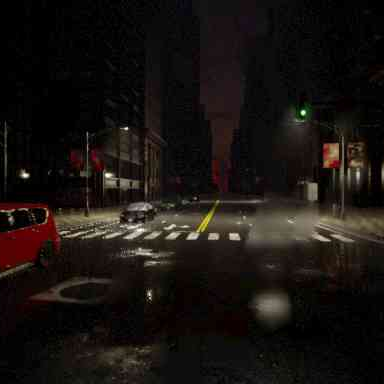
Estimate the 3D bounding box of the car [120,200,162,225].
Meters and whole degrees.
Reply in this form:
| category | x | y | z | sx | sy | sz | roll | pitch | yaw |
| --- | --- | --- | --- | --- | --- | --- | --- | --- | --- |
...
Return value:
| category | x | y | z | sx | sy | sz | roll | pitch | yaw |
| --- | --- | --- | --- | --- | --- | --- | --- | --- | --- |
| car | -3.913 | 1.590 | 24.776 | 2.128 | 1.511 | 4.902 | 0 | 1 | 5 |

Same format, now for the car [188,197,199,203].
| category | x | y | z | sx | sy | sz | roll | pitch | yaw |
| --- | --- | --- | --- | --- | --- | --- | --- | --- | --- |
| car | 0.351 | 1.634 | 69.712 | 1.994 | 1.385 | 4.181 | 0 | 0 | 5 |

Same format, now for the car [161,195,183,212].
| category | x | y | z | sx | sy | sz | roll | pitch | yaw |
| --- | --- | --- | --- | --- | --- | --- | --- | --- | --- |
| car | -2.436 | 1.401 | 40.320 | 2.150 | 2.045 | 5.566 | 0 | 1 | 5 |

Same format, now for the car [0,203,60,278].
| category | x | y | z | sx | sy | sz | roll | pitch | yaw |
| --- | --- | --- | --- | --- | --- | --- | --- | --- | --- |
| car | -5.465 | 1.340 | 8.367 | 2.150 | 2.045 | 5.566 | 0 | 0 | 5 |
